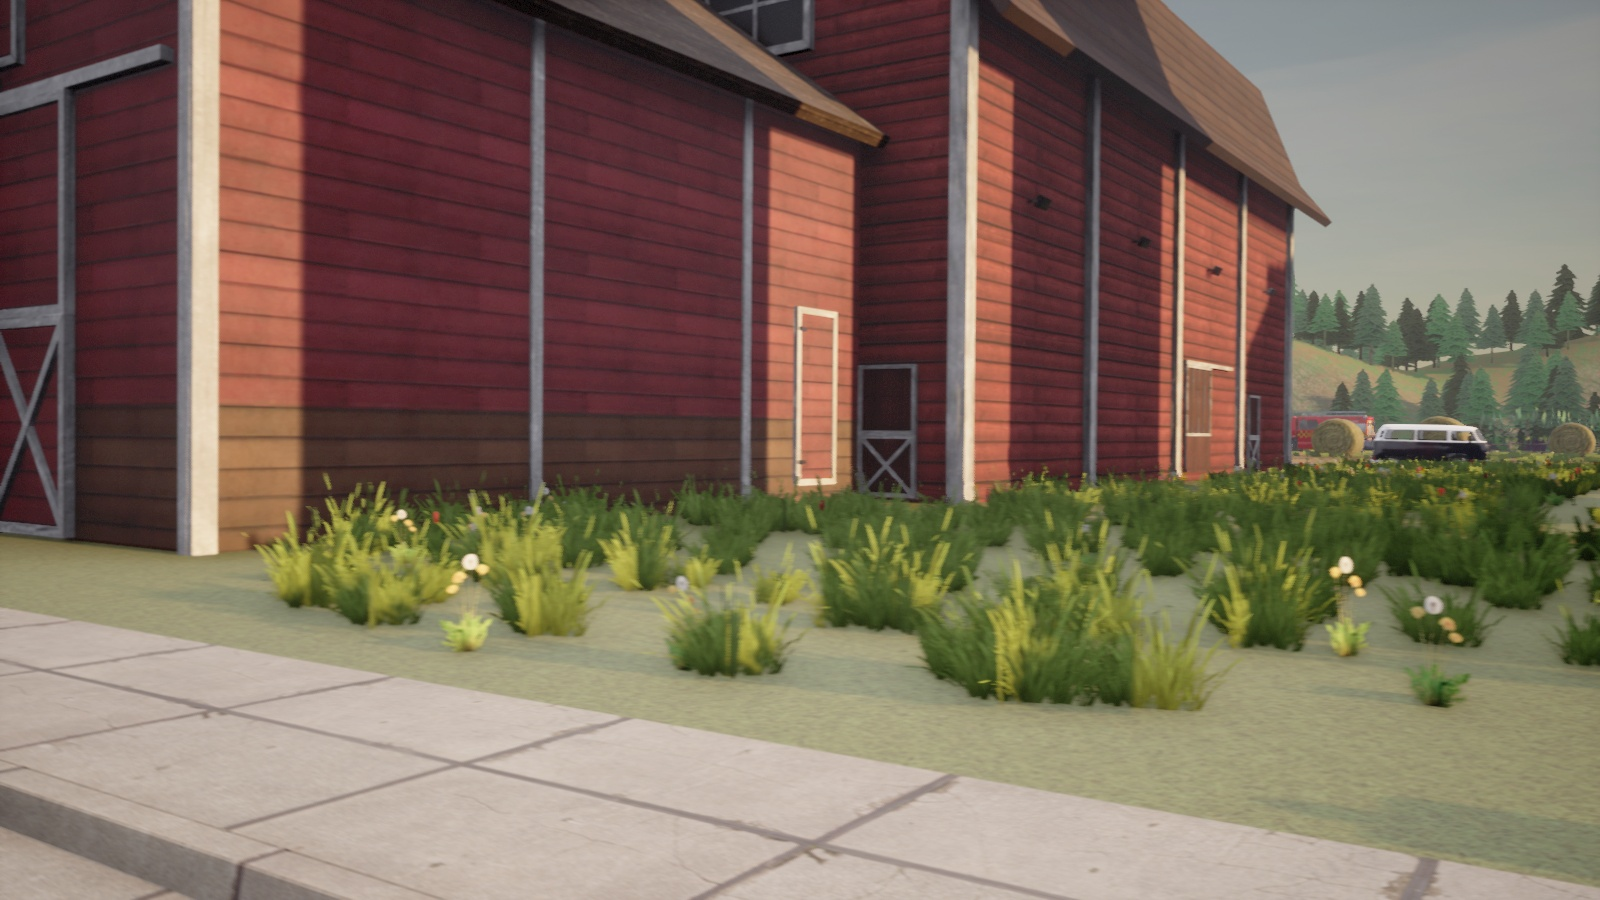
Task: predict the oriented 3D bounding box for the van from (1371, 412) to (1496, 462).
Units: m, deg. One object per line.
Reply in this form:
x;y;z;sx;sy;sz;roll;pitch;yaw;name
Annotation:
26.712;-0.541;52.991;4.480;2.038;2.069;0;1;34;van
